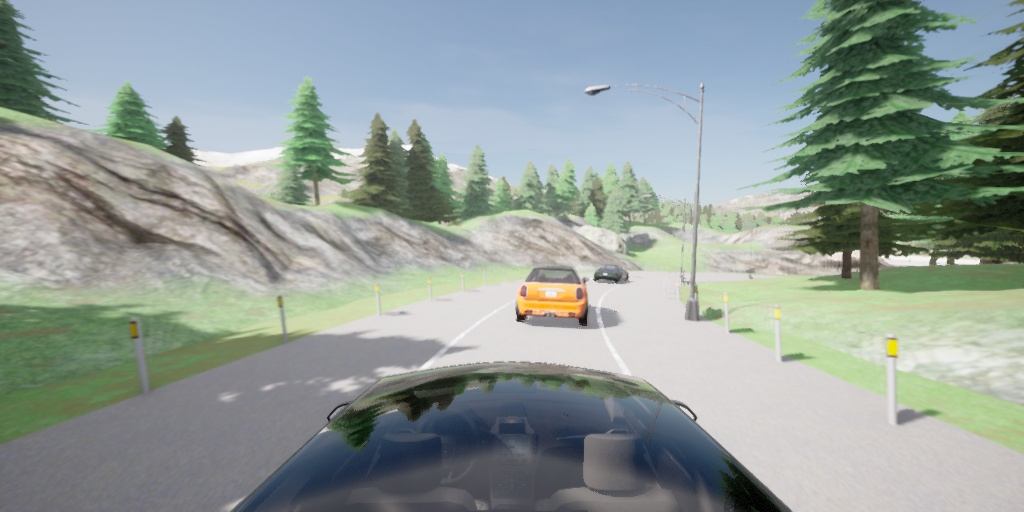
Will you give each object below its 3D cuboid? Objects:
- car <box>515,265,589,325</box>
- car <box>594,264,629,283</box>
[{"bbox_3d":[1.490,1.077,12.078,2.097,1.767,4.553,2,0,11],"label":"car"},{"bbox_3d":[8.067,1.365,28.859,1.994,1.385,4.181,3,1,30],"label":"car"}]
